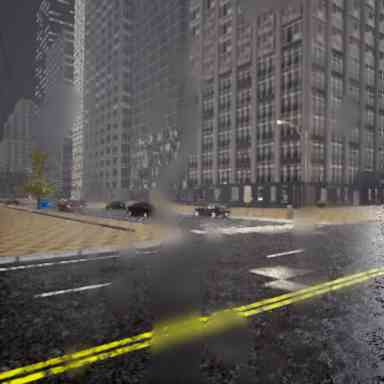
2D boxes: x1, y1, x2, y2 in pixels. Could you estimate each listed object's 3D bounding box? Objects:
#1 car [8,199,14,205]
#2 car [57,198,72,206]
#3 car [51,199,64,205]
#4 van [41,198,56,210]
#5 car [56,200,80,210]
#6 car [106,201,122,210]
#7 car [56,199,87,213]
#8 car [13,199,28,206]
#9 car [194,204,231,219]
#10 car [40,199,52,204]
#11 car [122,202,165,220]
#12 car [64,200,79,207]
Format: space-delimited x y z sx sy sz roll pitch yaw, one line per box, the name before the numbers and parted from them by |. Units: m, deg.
car | -41.619 2.303 77.511 1.947 1.339 4.313 0 -1 -36
car | -28.193 2.200 73.355 1.967 1.590 4.097 0 -1 -36
car | -31.525 2.381 77.907 1.947 1.339 4.313 0 -1 -36
van | -21.632 1.751 50.199 1.690 1.788 3.998 0 -1 -36
car | -19.249 1.995 51.452 2.033 1.411 5.357 1 -1 -36
car | -11.532 2.052 50.586 1.947 1.339 4.313 0 -1 -36
car | -14.968 1.739 41.094 1.967 1.590 4.097 0 -1 -36
car | -34.956 2.210 68.407 1.802 1.307 4.206 0 -1 -36
car | 1.900 1.815 32.451 2.008 1.369 4.403 0 -1 -36
car | -38.189 2.489 87.014 1.947 1.339 4.313 0 -1 -36
car | -4.326 1.674 30.952 1.882 1.535 5.008 1 -1 -36
car | -24.861 2.288 68.800 1.802 1.307 4.206 0 -1 -36
